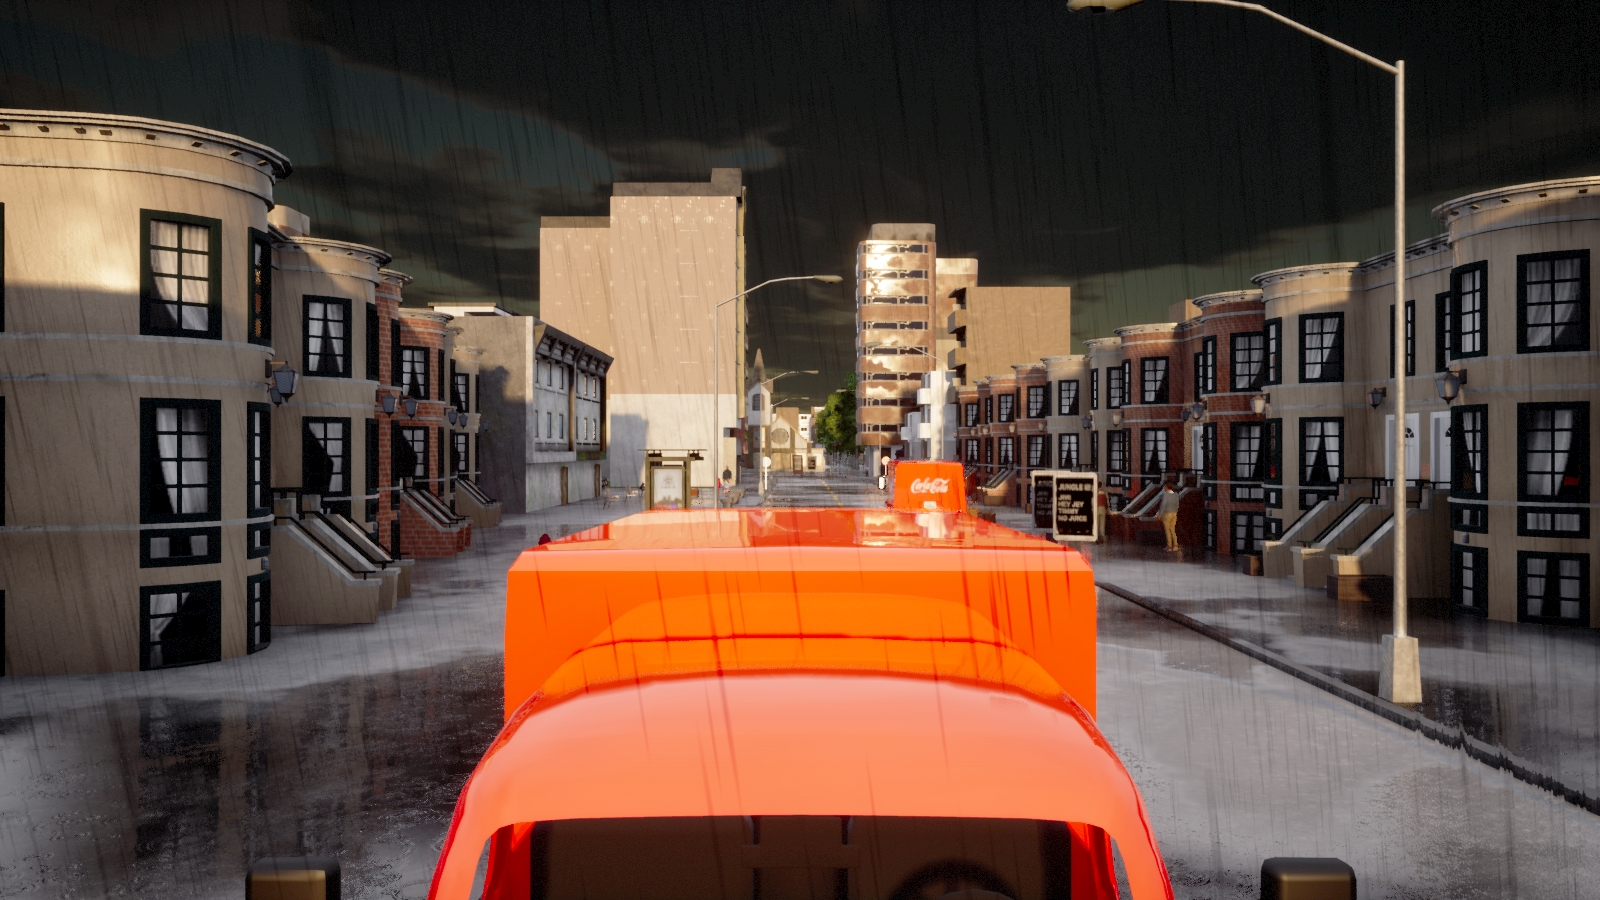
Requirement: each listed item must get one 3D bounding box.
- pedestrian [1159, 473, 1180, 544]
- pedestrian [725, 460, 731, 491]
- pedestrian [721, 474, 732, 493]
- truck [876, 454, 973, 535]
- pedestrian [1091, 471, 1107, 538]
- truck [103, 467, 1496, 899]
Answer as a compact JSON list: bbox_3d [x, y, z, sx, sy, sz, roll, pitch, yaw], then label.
[{"bbox_3d":[9.812,1.537,30.323,0.375,1.860,0.375,0,0,-23],"label":"pedestrian"},{"bbox_3d":[-4.407,1.552,69.876,0.375,1.860,0.375,0,0,-5],"label":"pedestrian"},{"bbox_3d":[-4.260,1.932,66.337,0.500,1.100,0.500,0,0,23],"label":"pedestrian"},{"bbox_3d":[4.003,1.364,37.744,2.627,2.467,5.204,0,0,0],"label":"truck"},{"bbox_3d":[8.477,1.537,32.370,0.375,1.860,0.375,0,0,6],"label":"pedestrian"},{"bbox_3d":[-0.001,1.348,4.761,2.627,2.467,5.204,0,0,0],"label":"truck"}]
